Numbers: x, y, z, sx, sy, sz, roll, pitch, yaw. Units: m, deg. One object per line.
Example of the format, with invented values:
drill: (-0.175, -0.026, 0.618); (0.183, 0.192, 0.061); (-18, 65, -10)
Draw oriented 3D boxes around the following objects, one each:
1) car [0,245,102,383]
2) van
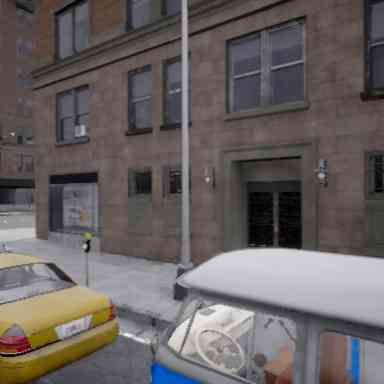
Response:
car: (-3.236, 1.509, 5.165); (4.829, 1.417, 1.752); (0, 0, 36)
van: (1.523, 1.342, 1.773); (3.998, 1.788, 1.690); (0, 0, 36)
